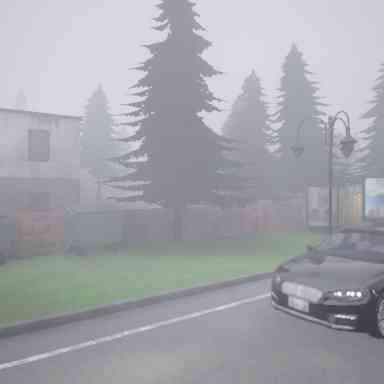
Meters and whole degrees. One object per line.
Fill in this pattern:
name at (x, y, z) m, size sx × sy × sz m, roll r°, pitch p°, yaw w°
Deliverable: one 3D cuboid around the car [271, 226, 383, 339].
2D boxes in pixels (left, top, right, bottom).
car at (3.646, 1.491, 6.665) m, size 4.902 × 1.511 × 2.128 m, roll 0°, pitch 0°, yaw -36°
